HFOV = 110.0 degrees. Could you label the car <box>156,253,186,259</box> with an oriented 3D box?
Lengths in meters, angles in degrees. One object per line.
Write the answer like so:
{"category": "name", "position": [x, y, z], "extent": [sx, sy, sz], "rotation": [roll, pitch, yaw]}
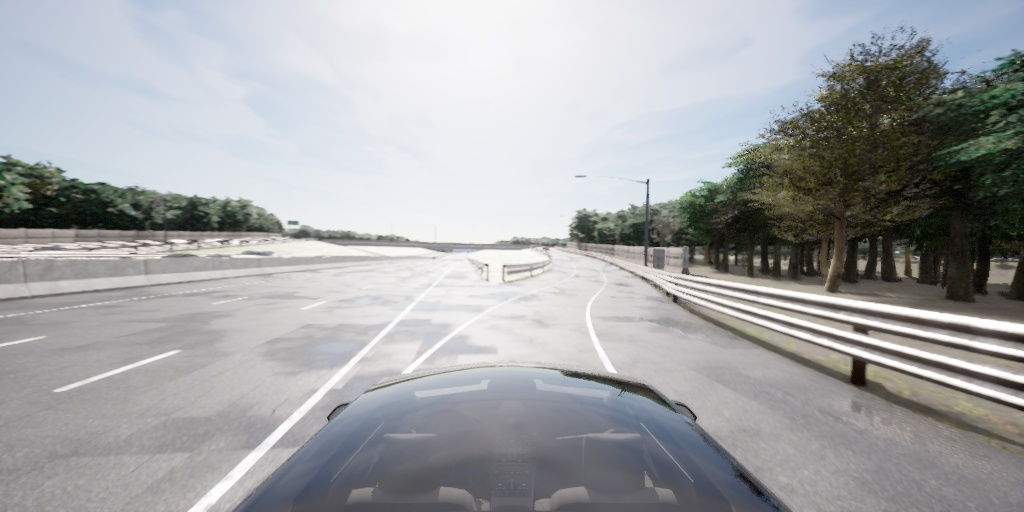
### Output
{"category": "car", "position": [-33.187, 0.452, 35.773], "extent": [1.837, 1.490, 4.892], "rotation": [1, 0, -7]}

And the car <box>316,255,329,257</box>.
{"category": "car", "position": [-28.356, 0.615, 53.222], "extent": [1.837, 1.490, 4.892], "rotation": [1, 0, -7]}

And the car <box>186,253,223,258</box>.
{"category": "car", "position": [-29.718, 0.510, 36.220], "extent": [1.882, 1.535, 5.008], "rotation": [1, 0, -7]}

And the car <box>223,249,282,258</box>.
{"category": "car", "position": [-26.239, 0.339, 36.637], "extent": [2.150, 2.045, 5.566], "rotation": [1, 0, -7]}
